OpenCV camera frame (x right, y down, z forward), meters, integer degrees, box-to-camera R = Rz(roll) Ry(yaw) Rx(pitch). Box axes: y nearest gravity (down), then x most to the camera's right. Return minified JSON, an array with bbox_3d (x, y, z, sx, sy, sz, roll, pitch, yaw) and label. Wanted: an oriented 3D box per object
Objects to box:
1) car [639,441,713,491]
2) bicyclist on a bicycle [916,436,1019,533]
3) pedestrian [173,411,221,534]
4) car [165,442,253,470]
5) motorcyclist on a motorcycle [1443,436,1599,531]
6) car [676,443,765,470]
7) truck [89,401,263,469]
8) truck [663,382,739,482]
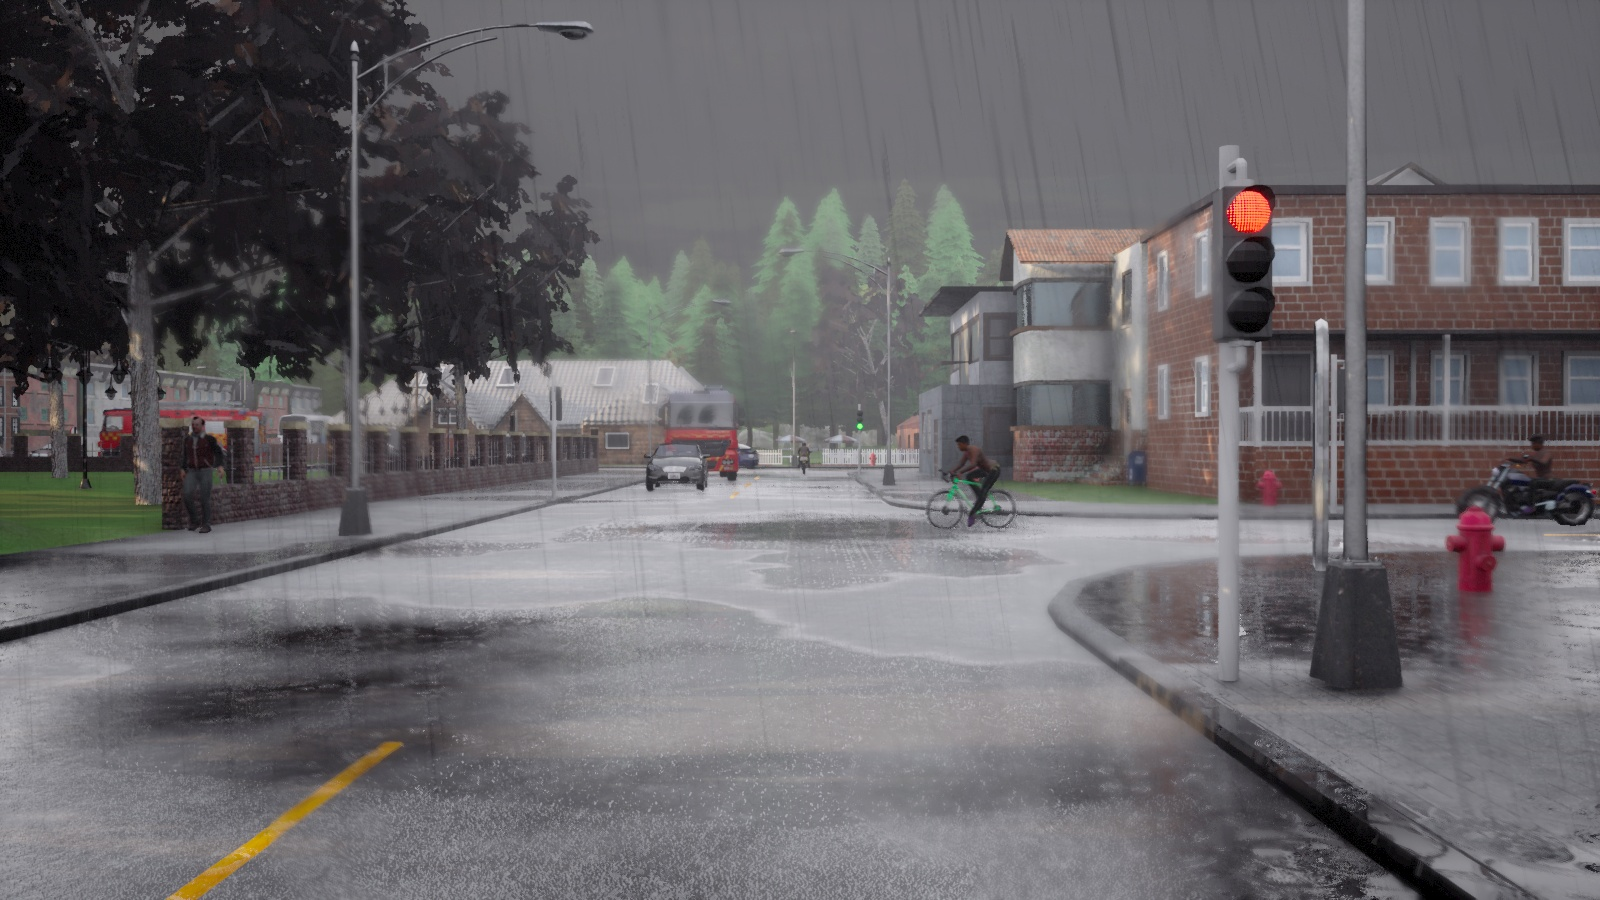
[{"bbox_3d":[-3.947,0.470,40.708,2.128,1.511,4.902,0,0,-3],"label":"car"},{"bbox_3d":[2.891,0.579,21.748,1.656,1.620,0.582,0,2,-14],"label":"bicyclist on a bicycle"},{"bbox_3d":[-9.225,0.340,19.224,0.376,1.854,0.720,0,0,0],"label":"pedestrian"},{"bbox_3d":[-31.765,0.305,67.616,3.806,1.475,1.970,0,0,-1],"label":"car"},{"bbox_3d":[12.750,0.582,22.211,2.350,1.649,0.766,0,0,0],"label":"motorcyclist on a motorcycle"},{"bbox_3d":[-4.479,0.348,70.015,4.792,1.488,2.163,0,0,41],"label":"car"},{"bbox_3d":[-35.534,-0.851,71.677,8.468,3.827,2.891,0,0,0],"label":"truck"},{"bbox_3d":[-4.037,-0.718,52.503,2.891,3.827,8.468,0,0,-3],"label":"truck"}]
